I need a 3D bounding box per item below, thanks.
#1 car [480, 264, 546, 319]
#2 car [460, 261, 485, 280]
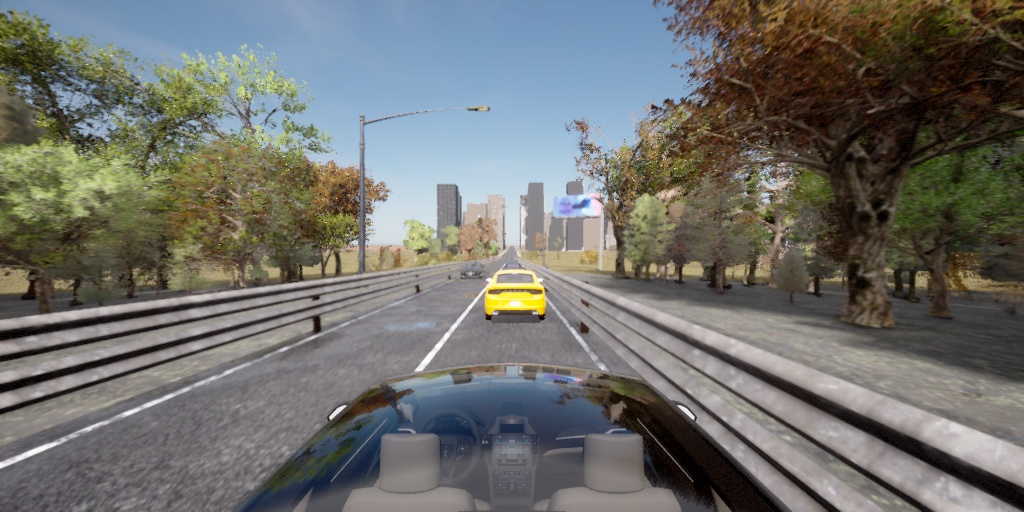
[{"bbox_3d":[0.102,1.223,12.815,1.882,1.535,5.008,0,0,0],"label":"car"},{"bbox_3d":[-3.351,1.244,31.265,1.837,1.490,4.892,0,0,0],"label":"car"}]
